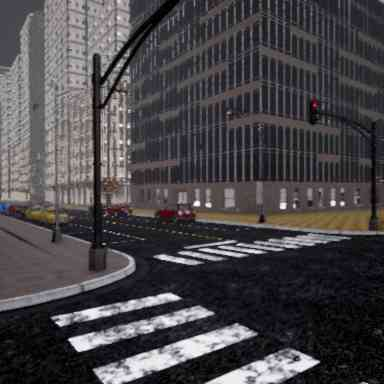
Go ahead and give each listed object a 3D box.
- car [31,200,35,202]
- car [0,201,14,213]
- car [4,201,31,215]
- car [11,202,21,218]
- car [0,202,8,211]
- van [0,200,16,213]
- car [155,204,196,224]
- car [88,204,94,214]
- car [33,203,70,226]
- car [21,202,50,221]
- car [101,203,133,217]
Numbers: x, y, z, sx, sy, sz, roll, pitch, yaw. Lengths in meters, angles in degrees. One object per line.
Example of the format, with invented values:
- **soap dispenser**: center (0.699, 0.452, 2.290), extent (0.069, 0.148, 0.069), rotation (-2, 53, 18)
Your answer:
- **car**: center (-35.104, 2.540, 73.417), extent (2.008, 1.369, 4.403), rotation (-2, 0, -37)
- **car**: center (-28.337, 2.206, 50.305), extent (1.967, 1.590, 4.097), rotation (-2, 0, -37)
- **car**: center (-21.609, 2.165, 41.225), extent (1.887, 1.381, 4.507), rotation (-2, 0, -37)
- **car**: center (-18.246, 2.114, 36.685), extent (1.947, 1.339, 4.313), rotation (-2, 0, -37)
- **car**: center (-31.697, 2.383, 54.845), extent (1.887, 1.381, 4.507), rotation (-2, 0, -37)
- **van**: center (-24.977, 2.034, 45.765), extent (1.690, 1.788, 3.998), rotation (-2, 0, -37)
- **car**: center (-1.484, 1.705, 28.016), extent (1.967, 1.590, 4.097), rotation (-2, 0, -37)
- **car**: center (-11.568, 2.048, 41.636), extent (1.947, 1.339, 4.313), rotation (-2, 0, -37)
- **car**: center (-11.422, 1.927, 27.468), extent (1.752, 1.417, 4.829), rotation (-2, 0, -37)
- **car**: center (-14.783, 1.999, 32.008), extent (1.752, 1.417, 4.829), rotation (-2, 0, -37)
- **car**: center (-8.206, 1.955, 37.096), extent (1.887, 1.381, 4.507), rotation (-2, 0, -37)
